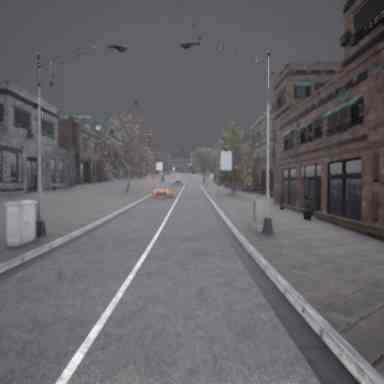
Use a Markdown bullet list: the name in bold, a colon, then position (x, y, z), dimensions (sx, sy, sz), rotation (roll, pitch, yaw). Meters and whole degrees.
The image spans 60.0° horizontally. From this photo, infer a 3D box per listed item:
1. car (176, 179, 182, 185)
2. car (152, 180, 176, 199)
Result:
- **car**: position (-3.293, -2.348, 78.641), dimensions (1.994, 1.385, 4.181), rotation (0, 3, 0)
- **car**: position (-3.211, -0.184, 37.139), dimensions (2.097, 1.767, 4.553), rotation (0, 3, 0)
